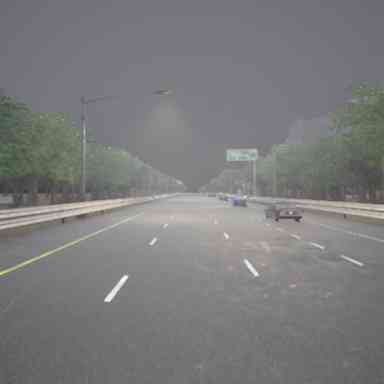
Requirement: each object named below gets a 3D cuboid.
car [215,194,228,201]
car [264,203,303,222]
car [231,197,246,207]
[{"bbox_3d":[7.292,1.312,79.737,2.097,1.767,4.553,0,0,0],"label":"car"},{"bbox_3d":[7.026,1.549,26.073,2.033,1.411,5.357,0,0,0],"label":"car"},{"bbox_3d":[7.122,1.485,51.089,1.882,1.535,5.008,0,0,0],"label":"car"}]
